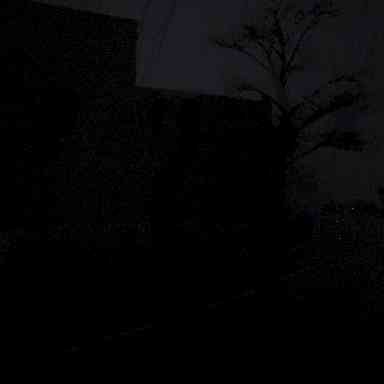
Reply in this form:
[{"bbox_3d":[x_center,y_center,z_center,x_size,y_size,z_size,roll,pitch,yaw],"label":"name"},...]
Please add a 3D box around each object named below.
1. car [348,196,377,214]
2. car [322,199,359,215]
[{"bbox_3d":[17.938,1.512,35.986,1.882,1.535,5.008,1,-1,1],"label":"car"},{"bbox_3d":[14.626,1.555,33.652,1.812,1.442,4.674,1,0,3],"label":"car"}]
